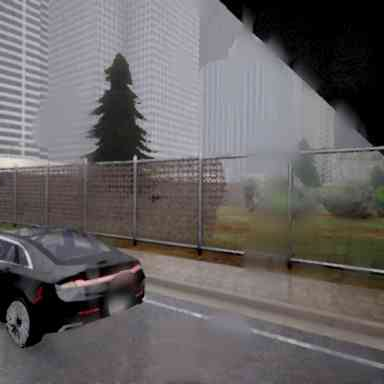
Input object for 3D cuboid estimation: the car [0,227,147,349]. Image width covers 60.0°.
[{"bbox_3d":[-3.029,1.408,6.167,4.902,1.511,2.128,1,0,35],"label":"car"}]
